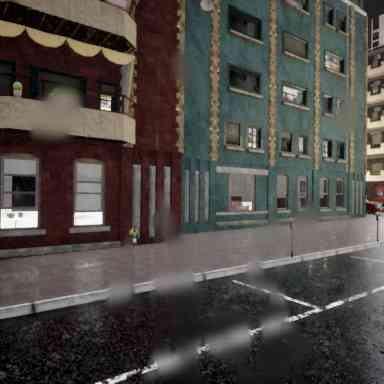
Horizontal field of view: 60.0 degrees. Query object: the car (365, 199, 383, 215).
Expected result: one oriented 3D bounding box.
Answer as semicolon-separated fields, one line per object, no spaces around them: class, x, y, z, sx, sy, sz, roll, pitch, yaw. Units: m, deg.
car;15.690;1.240;32.190;2.192;1.841;5.009;1;0;-36
